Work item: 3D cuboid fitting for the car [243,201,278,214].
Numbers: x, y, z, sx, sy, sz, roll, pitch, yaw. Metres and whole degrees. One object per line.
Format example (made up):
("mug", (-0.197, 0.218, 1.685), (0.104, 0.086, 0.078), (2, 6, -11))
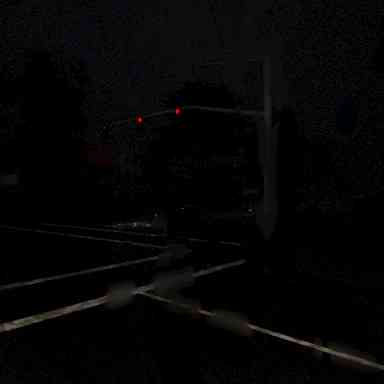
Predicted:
("car", (7.459, 1.601, 35.990), (1.895, 1.301, 4.718), (0, 0, 41))

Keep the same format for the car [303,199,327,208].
("car", (17.724, 1.601, 47.764), (1.895, 1.301, 4.718), (0, 0, 41))

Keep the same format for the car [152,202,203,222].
("car", (-1.052, 1.525, 26.206), (1.812, 1.442, 4.674), (0, 0, 41))
